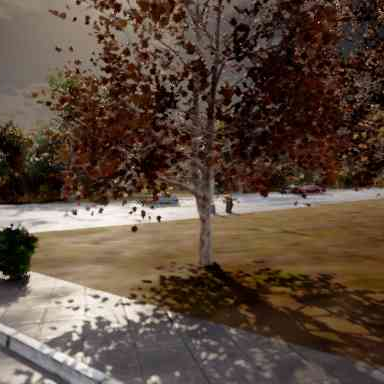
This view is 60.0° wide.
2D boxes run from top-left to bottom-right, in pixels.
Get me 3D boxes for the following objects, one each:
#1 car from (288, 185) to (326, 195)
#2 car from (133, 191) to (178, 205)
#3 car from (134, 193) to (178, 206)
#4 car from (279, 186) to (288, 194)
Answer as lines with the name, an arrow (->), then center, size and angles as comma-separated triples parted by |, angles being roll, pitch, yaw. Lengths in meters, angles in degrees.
car -> 16.172, -0.230, 46.038 | 4.718, 1.301, 1.895 | -3, 3, -25
car -> -4.156, 0.669, 38.098 | 4.718, 1.301, 1.895 | -2, 3, -35
car -> -3.471, 0.775, 34.222 | 4.181, 1.385, 1.994 | -2, 3, -36
car -> 14.967, -0.361, 49.342 | 4.181, 1.385, 1.994 | -3, 3, -25
